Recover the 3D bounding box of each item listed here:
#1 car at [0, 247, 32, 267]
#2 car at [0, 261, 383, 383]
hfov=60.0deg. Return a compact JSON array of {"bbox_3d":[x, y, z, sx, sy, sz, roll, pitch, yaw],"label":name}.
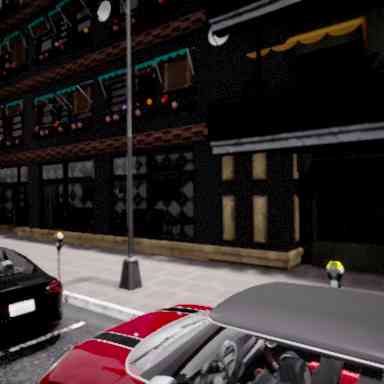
[{"bbox_3d":[-3.992,1.626,5.730,4.313,1.339,1.947,-1,-1,36],"label":"car"},{"bbox_3d":[0.617,1.448,2.438,4.097,1.590,1.967,-1,-1,36],"label":"car"}]
